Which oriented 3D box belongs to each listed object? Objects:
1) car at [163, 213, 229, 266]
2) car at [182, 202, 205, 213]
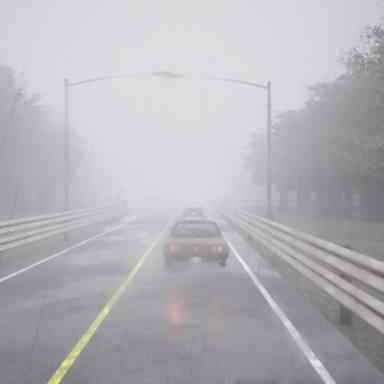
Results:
[{"bbox_3d":[0.117,1.623,11.583,1.895,1.301,4.718,0,0,0],"label":"car"},{"bbox_3d":[0.134,1.632,29.353,1.812,1.442,4.674,1,0,0],"label":"car"}]
